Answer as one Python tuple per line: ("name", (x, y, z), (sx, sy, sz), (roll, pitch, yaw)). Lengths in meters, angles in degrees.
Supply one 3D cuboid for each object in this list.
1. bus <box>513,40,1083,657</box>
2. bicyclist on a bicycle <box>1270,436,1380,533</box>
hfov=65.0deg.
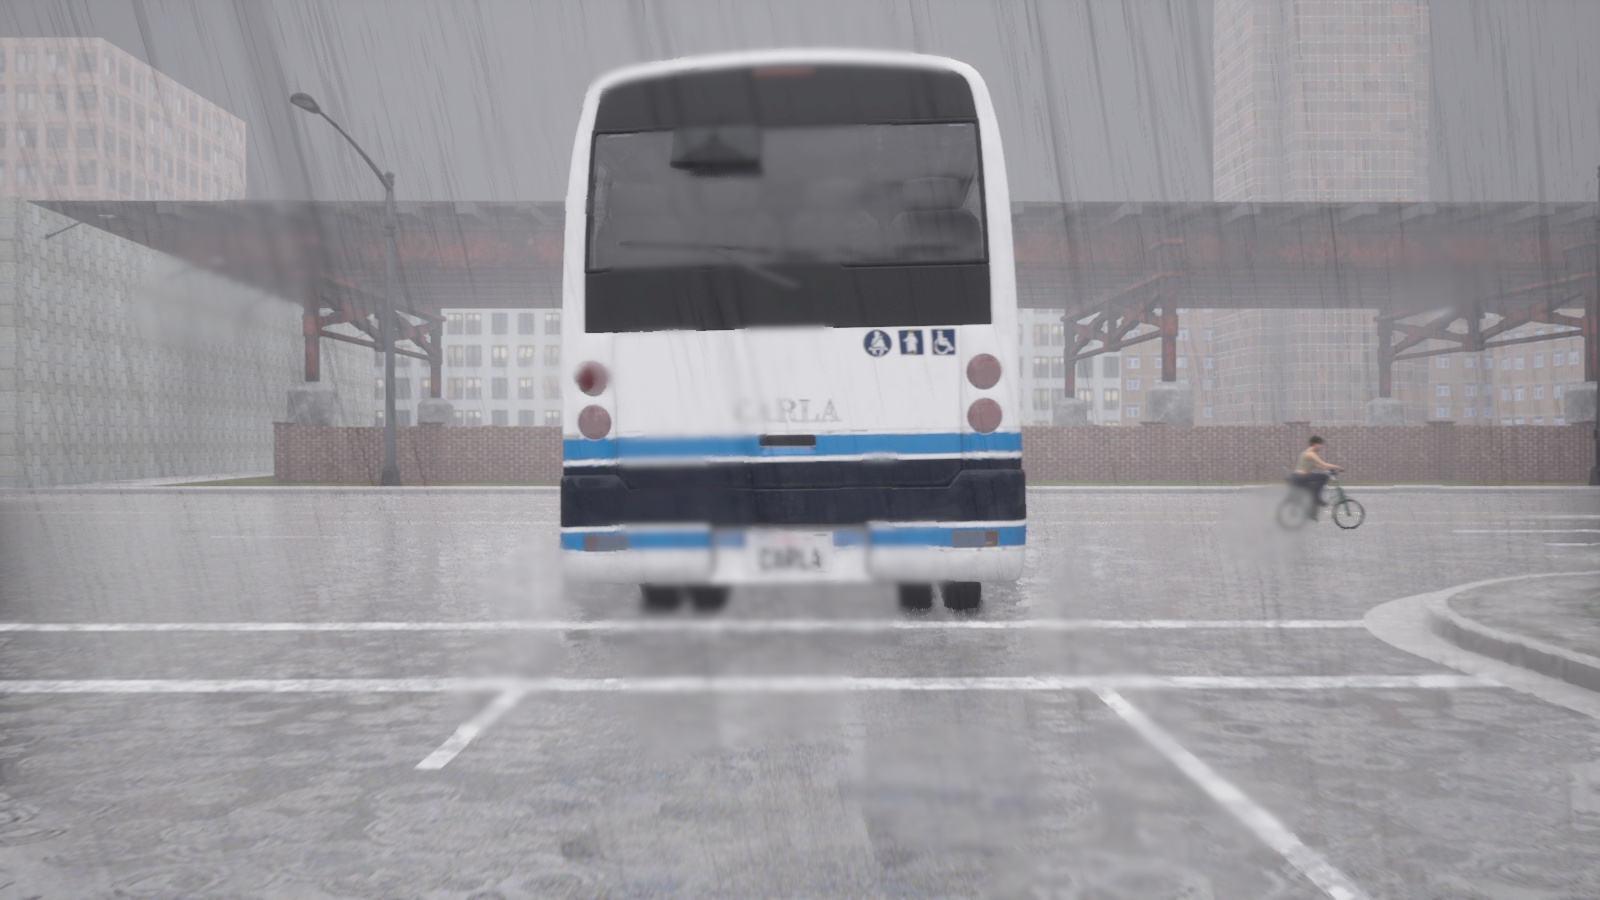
("bus", (0.293, -0.706, 13.942), (3.944, 4.253, 10.273), (-1, 0, 4))
("bicyclist on a bicycle", (8.890, 0.573, 21.320), (1.509, 1.612, 0.866), (0, 0, 1))
